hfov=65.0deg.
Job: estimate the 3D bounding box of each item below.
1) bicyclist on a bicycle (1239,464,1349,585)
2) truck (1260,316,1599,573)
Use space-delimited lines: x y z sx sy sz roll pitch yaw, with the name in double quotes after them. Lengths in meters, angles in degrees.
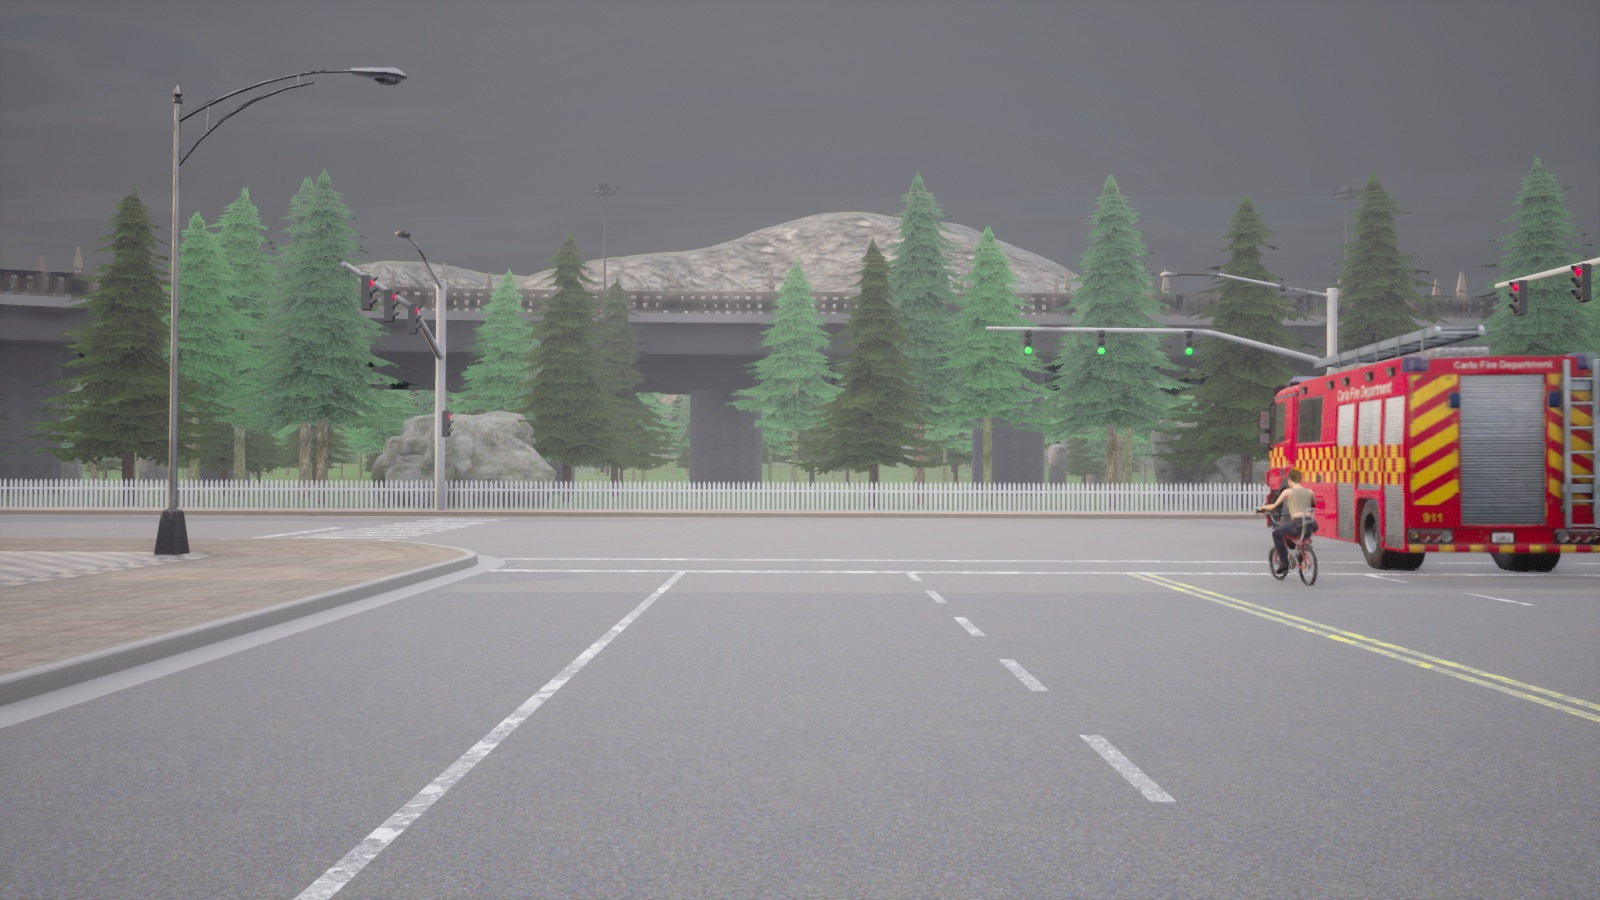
6.933 1.020 17.716 0.866 1.612 1.509 -1 -1 -3 "bicyclist on a bicycle"
11.007 -0.014 23.091 2.891 3.827 8.468 -1 -1 7 "truck"
